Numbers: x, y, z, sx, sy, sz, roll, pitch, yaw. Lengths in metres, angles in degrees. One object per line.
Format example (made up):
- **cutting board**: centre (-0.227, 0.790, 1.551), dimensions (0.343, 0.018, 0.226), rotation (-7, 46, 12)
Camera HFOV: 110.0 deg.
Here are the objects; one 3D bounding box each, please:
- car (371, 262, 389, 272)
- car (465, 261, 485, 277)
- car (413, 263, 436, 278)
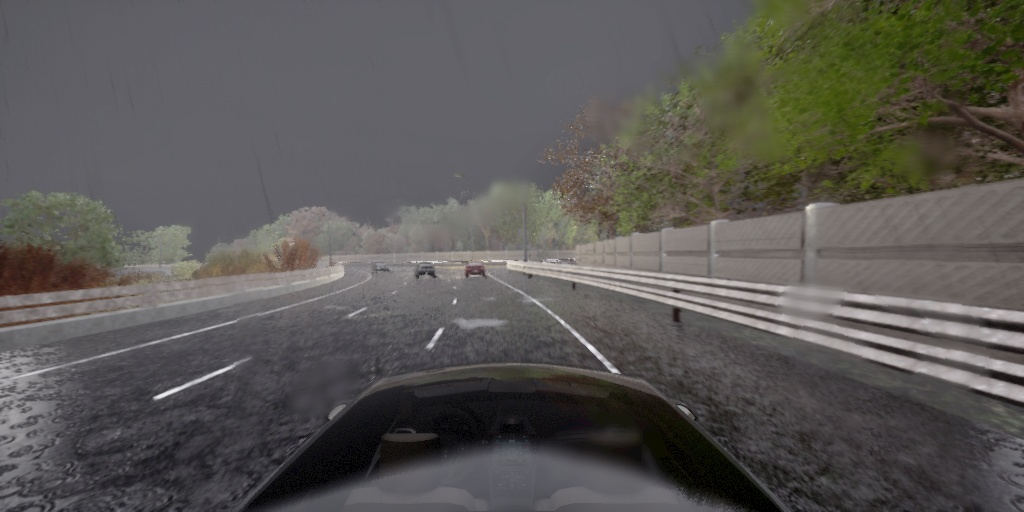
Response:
- **car**: centre (-19.344, 1.633, 52.466), dimensions (2.033, 1.411, 5.357), rotation (-1, 0, -29)
- **car**: centre (-3.762, 1.290, 36.782), dimensions (1.882, 1.535, 5.008), rotation (-1, 0, -7)
- **car**: centre (-8.842, 1.407, 36.257), dimensions (1.837, 1.490, 4.892), rotation (0, 0, -18)
